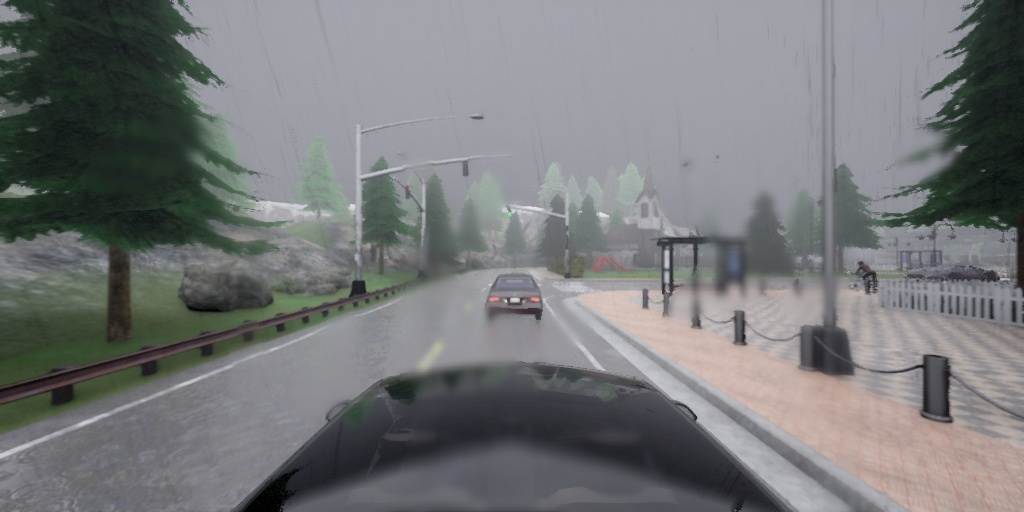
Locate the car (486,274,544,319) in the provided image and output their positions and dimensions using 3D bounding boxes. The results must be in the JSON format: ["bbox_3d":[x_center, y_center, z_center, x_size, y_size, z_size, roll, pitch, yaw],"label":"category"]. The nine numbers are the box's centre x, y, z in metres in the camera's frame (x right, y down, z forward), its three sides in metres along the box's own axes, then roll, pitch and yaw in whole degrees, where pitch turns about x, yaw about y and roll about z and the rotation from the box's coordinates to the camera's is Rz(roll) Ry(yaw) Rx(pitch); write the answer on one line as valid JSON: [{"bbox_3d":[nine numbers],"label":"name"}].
[{"bbox_3d":[0.095,1.338,12.939,2.033,1.411,5.357,0,0,0],"label":"car"}]

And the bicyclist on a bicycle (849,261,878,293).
[{"bbox_3d":[18.368,1.097,18.716,0.582,1.620,1.656,0,0,0],"label":"bicyclist on a bicycle"}]

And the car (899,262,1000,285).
[{"bbox_3d":[32.104,1.372,26.282,5.357,1.411,2.033,0,0,0],"label":"car"}]
